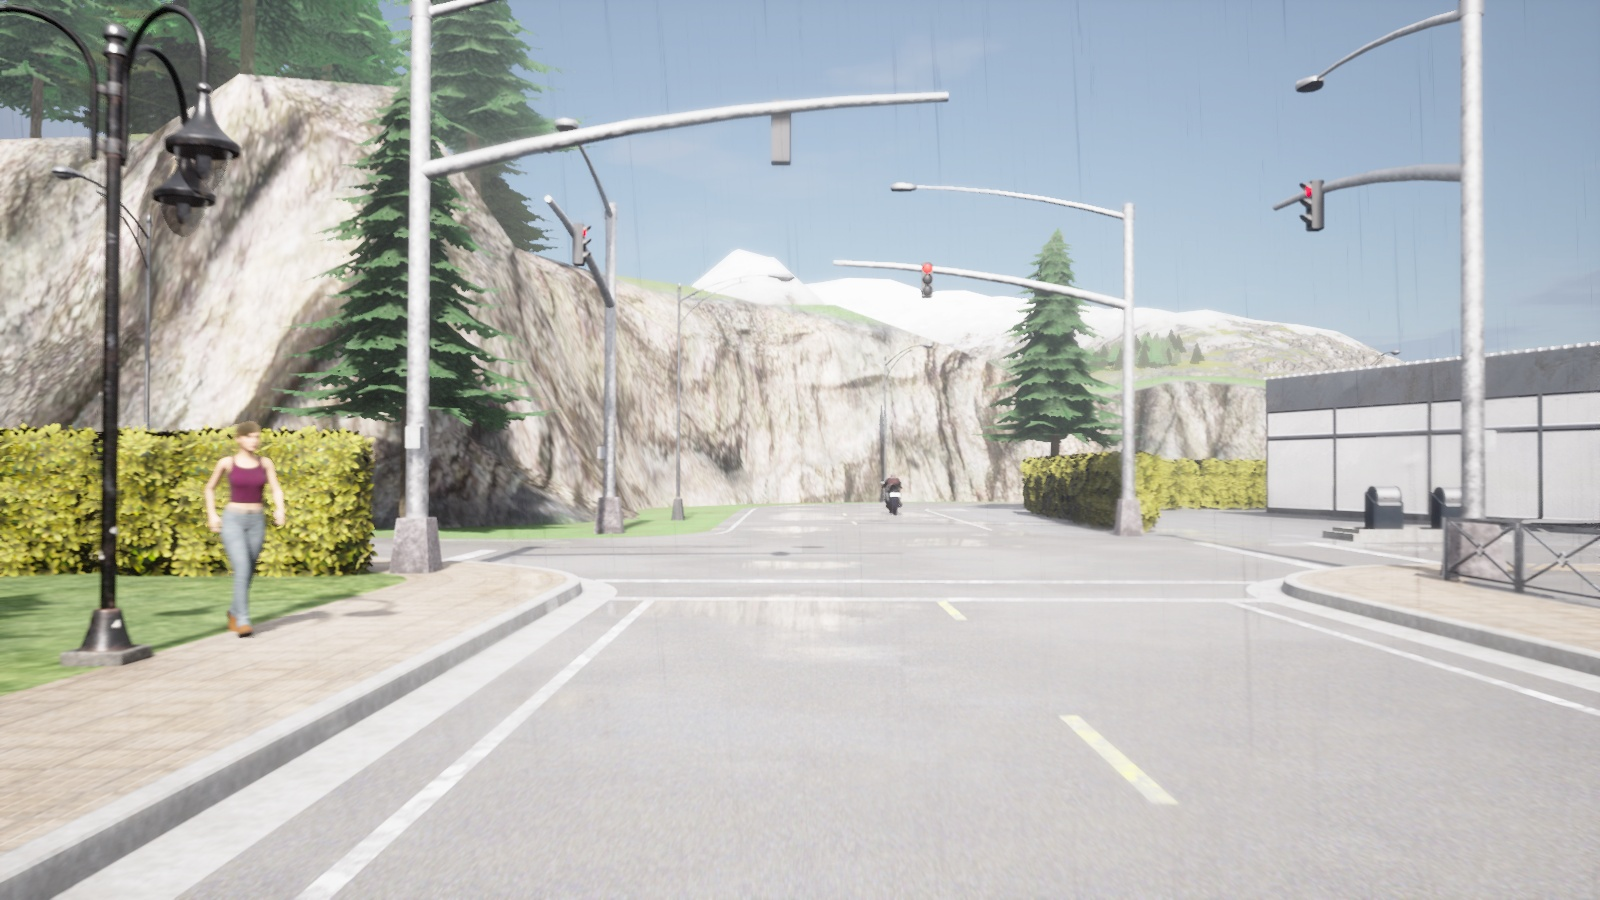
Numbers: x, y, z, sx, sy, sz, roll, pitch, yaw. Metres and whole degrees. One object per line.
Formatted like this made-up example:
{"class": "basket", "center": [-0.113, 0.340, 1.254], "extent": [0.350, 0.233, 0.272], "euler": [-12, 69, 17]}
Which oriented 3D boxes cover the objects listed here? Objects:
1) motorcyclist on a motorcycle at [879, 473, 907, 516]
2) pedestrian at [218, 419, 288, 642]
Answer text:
{"class": "motorcyclist on a motorcycle", "center": [3.385, 1.603, 45.811], "extent": [0.866, 1.530, 2.191], "euler": [0, -1, 0]}
{"class": "pedestrian", "center": [-4.647, 0.667, 10.662], "extent": [0.594, 1.836, 0.345], "euler": [-1, -1, 44]}
